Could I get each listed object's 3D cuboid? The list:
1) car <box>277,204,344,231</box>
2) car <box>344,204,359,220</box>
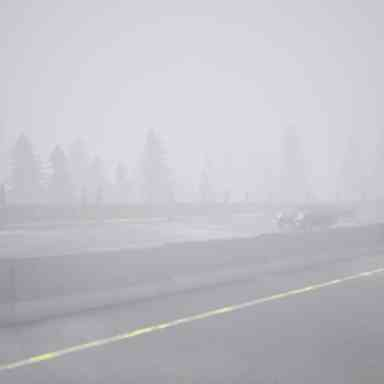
[{"bbox_3d":[7.806,1.576,22.425,4.553,1.767,2.097,1,0,-35],"label":"car"},{"bbox_3d":[13.434,1.828,30.716,4.902,1.511,2.128,1,-1,-35],"label":"car"}]
